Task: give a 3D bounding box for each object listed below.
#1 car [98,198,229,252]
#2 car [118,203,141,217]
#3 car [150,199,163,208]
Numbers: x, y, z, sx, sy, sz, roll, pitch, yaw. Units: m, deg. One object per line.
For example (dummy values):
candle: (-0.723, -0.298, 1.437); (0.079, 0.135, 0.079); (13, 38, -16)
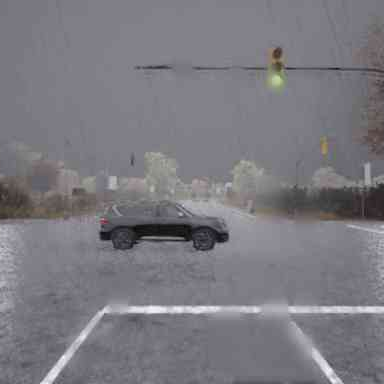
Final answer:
car: (-1.206, 1.399, 14.455); (5.566, 2.045, 2.150); (0, -1, 3)
car: (-7.111, 2.009, 38.267); (1.994, 1.385, 4.181); (0, -1, -1)
car: (-7.012, 2.266, 66.354); (2.128, 1.511, 4.902); (0, -1, 0)
